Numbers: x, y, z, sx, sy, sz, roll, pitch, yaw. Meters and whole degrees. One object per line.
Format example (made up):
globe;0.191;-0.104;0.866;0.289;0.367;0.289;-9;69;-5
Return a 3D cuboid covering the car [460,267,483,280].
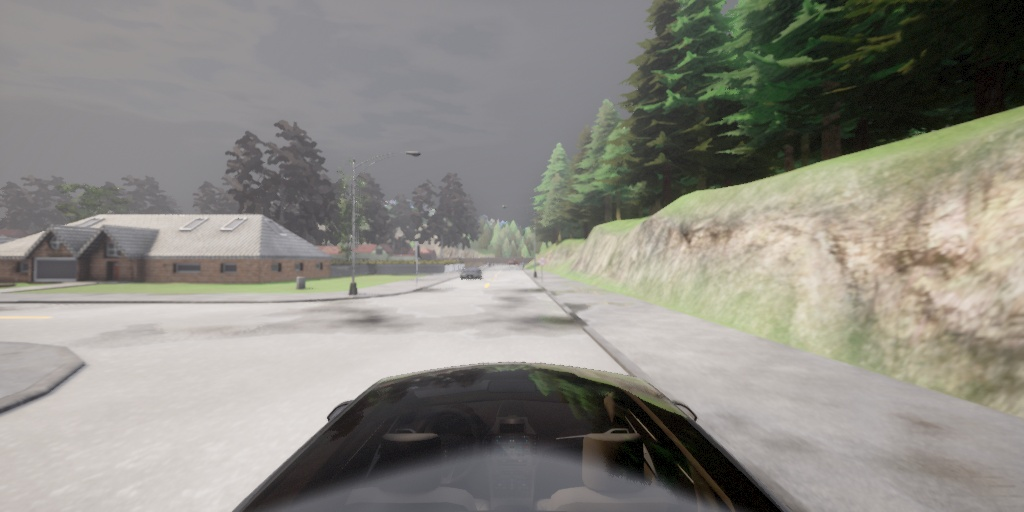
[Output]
car;-4.004;1.782;36.196;1.994;1.385;4.181;0;0;0
